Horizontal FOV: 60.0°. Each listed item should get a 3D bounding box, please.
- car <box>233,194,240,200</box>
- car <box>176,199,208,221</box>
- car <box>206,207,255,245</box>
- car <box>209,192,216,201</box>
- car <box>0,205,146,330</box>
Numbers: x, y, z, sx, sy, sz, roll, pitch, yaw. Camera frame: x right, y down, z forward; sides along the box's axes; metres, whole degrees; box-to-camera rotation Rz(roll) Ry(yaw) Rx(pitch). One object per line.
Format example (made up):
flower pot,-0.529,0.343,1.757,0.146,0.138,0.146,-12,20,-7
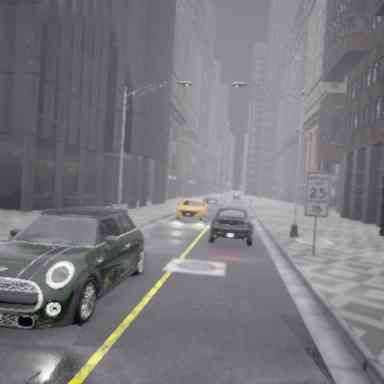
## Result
car,12.082,1.381,90.618,1.882,1.535,5.008,4,1,8
car,0.086,1.269,25.417,1.882,1.535,5.008,4,1,8
car,1.902,1.503,15.895,1.837,1.490,4.892,4,0,8
car,2.299,0.995,40.861,1.895,1.301,4.718,4,1,8
car,-2.445,1.149,6.811,2.097,1.767,4.553,4,0,8
